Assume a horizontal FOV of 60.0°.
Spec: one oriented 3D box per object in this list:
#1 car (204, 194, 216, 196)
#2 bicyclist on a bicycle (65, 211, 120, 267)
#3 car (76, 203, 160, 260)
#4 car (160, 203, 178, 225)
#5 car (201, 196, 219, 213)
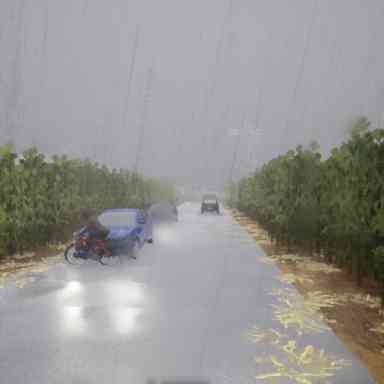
[{"bbox_3d":[2.572,1.309,47.322,2.150,2.045,5.566,0,0,3],"label":"car"},{"bbox_3d":[-2.906,1.391,9.689,1.656,1.620,0.582,-1,1,3],"label":"bicyclist on a bicycle"},{"bbox_3d":[-2.621,1.379,12.375,1.882,1.535,5.008,0,1,3],"label":"car"},{"bbox_3d":[-2.036,1.436,23.024,2.033,1.411,5.357,0,-1,3],"label":"car"},{"bbox_3d":[2.018,1.535,36.954,1.882,1.535,5.008,0,0,3],"label":"car"}]
